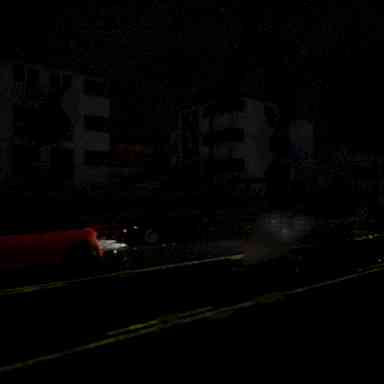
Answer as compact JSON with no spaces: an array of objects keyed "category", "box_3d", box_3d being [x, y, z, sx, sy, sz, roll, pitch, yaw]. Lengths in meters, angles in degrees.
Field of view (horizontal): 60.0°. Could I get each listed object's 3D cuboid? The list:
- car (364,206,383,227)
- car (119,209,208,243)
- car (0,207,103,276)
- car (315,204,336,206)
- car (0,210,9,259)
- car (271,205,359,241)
[{"category":"car","box_3d":[12.985,1.426,20.837,5.008,1.535,1.882,0,0,-26]},{"category":"car","box_3d":[-1.300,1.526,15.780,4.181,1.385,1.994,0,0,-34]},{"category":"car","box_3d":[-4.890,1.334,9.050,4.553,1.767,2.097,0,0,-35]},{"category":"car","box_3d":[8.939,1.501,22.345,4.181,1.385,1.994,0,0,-29]},{"category":"car","box_3d":[-8.745,1.473,10.620,4.902,1.511,2.128,0,0,-35]},{"category":"car","box_3d":[6.191,1.555,16.638,4.718,1.301,1.895,0,0,-33]}]
